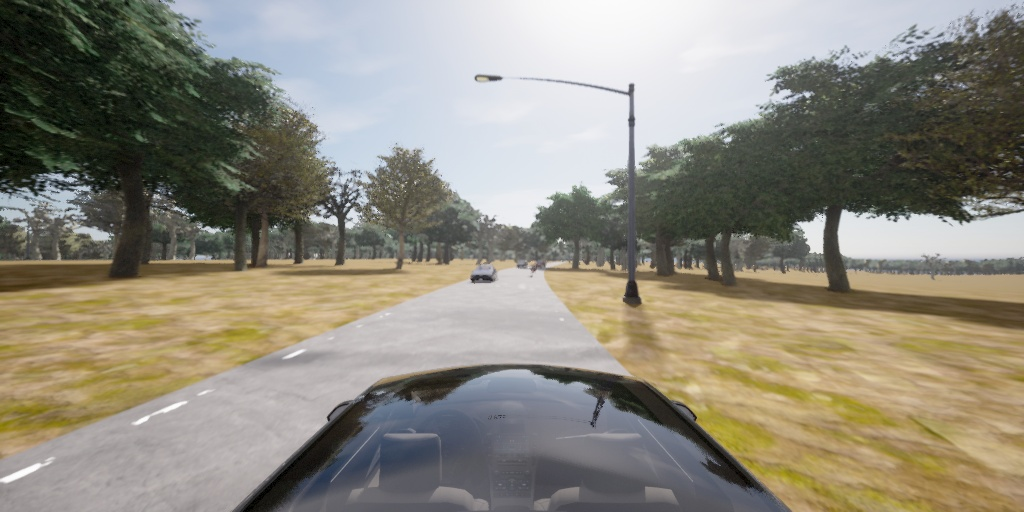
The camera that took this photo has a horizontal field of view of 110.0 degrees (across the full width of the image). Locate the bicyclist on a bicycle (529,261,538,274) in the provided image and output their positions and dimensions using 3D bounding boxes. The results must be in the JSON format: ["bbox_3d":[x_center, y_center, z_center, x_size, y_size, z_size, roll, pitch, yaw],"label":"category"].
[{"bbox_3d":[2.278,1.384,38.809,0.866,1.612,1.509,1,0,4],"label":"bicyclist on a bicycle"}]

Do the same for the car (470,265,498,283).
[{"bbox_3d":[-2.235,1.442,30.191,2.033,1.411,5.357,0,0,3],"label":"car"}]
